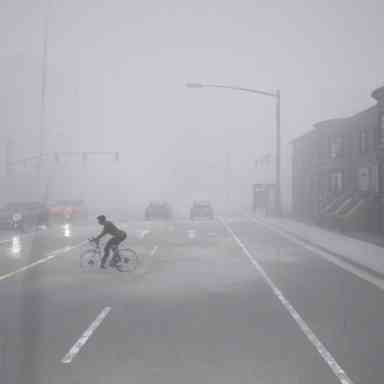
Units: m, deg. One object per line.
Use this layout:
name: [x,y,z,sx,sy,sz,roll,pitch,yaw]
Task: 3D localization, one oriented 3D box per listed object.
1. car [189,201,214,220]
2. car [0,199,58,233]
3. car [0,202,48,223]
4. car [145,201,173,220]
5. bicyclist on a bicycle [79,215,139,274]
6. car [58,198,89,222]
car: [0.791,1.492,27.853,2.128,1.511,4.902,0,0,1]
car: [-10.112,1.351,19.703,2.097,1.767,4.553,0,0,2]
car: [-13.354,1.564,26.428,1.994,1.385,4.181,0,0,1]
car: [-2.716,1.492,27.704,2.128,1.511,4.902,0,0,1]
bicyclist on a bicycle: [-2.300,1.455,9.139,1.656,1.620,0.582,-2,0,1]
car: [-9.855,1.371,26.368,2.097,1.767,4.553,0,0,1]
